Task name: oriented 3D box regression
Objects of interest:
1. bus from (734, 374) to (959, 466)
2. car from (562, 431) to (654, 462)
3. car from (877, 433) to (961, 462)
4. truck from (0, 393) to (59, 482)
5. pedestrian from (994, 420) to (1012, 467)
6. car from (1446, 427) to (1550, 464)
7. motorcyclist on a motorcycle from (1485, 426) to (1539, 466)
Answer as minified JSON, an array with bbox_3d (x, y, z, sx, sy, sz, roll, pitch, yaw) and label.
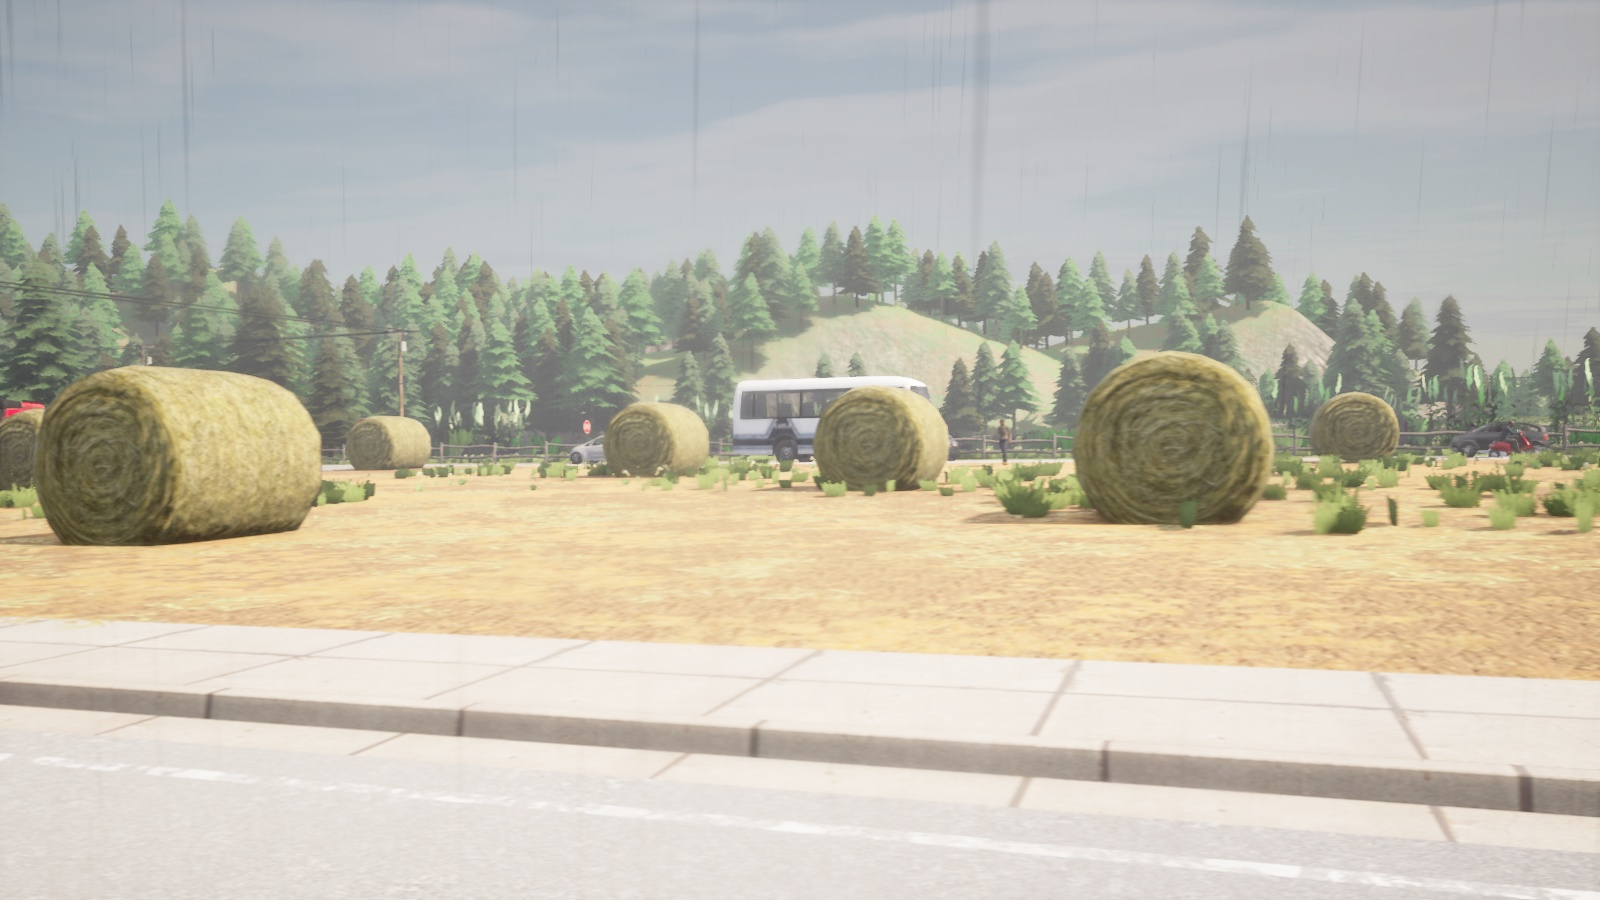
[{"bbox_3d":[2.296,-1.408,61.682,10.273,4.253,3.944,0,1,22],"label":"bus"},{"bbox_3d":[-10.822,-0.191,70.862,4.611,1.667,2.242,0,1,22],"label":"car"},{"bbox_3d":[6.068,-0.132,63.941,3.806,1.475,1.970,0,1,22],"label":"car"},{"bbox_3d":[-33.107,-0.466,48.275,2.891,3.462,7.936,0,1,20],"label":"truck"},{"bbox_3d":[7.750,-0.252,47.972,0.328,1.805,0.869,0,1,34],"label":"pedestrian"},{"bbox_3d":[30.024,-0.206,54.121,3.705,1.549,1.789,0,1,22],"label":"car"},{"bbox_3d":[28.811,-0.175,50.835,1.817,1.590,0.866,0,1,22],"label":"motorcyclist on a motorcycle"}]
